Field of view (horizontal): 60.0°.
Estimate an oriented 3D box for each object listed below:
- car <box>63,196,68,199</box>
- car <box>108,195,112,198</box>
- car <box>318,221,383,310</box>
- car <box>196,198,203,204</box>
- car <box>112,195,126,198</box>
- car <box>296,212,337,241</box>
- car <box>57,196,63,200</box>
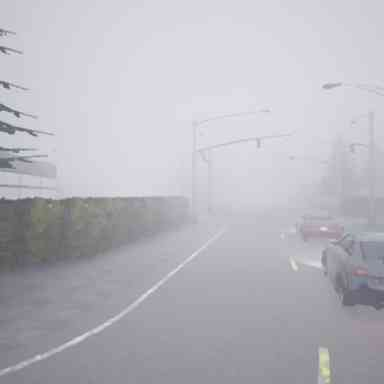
[{"bbox_3d":[-31.976,1.731,82.506,2.152,1.636,5.027,0,0,13],"label":"car"},{"bbox_3d":[-19.514,1.675,79.610,1.905,1.878,3.866,0,0,13],"label":"car"},{"bbox_3d":[4.336,1.647,7.892,1.994,1.385,4.181,0,0,16],"label":"car"},{"bbox_3d":[1.479,2.010,75.011,1.845,1.501,3.633,0,0,13],"label":"car"},{"bbox_3d":[-16.590,1.704,79.354,1.932,1.855,4.605,0,0,13],"label":"car"},{"bbox_3d":[6.713,1.737,17.744,1.994,1.385,4.181,0,-1,13],"label":"car"},{"bbox_3d":[-26.997,1.728,62.770,2.007,1.523,4.514,0,0,13],"label":"car"}]
